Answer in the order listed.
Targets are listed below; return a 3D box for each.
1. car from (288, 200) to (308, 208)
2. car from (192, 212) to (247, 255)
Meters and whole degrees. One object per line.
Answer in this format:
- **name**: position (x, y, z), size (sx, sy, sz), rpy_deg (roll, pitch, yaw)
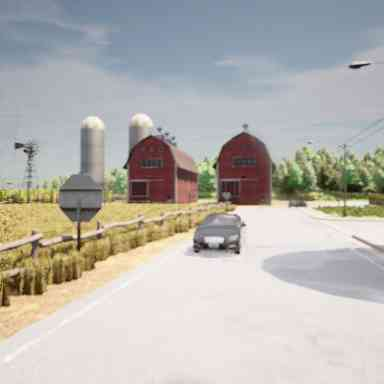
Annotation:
- **car**: position (19.115, 2.165, 60.113), size (4.674, 1.442, 1.812), rpy_deg (0, -1, -41)
- **car**: position (1.313, 1.645, 14.181), size (2.128, 1.511, 4.902), rpy_deg (0, -1, 13)
